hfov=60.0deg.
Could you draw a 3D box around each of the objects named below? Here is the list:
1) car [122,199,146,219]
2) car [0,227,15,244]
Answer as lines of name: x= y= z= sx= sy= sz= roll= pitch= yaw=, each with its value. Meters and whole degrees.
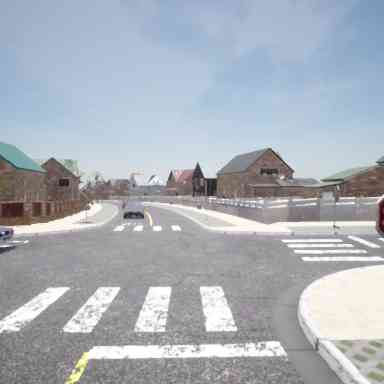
car: x=-5.177 y=1.622 z=29.908 sx=2.033 sy=1.411 sz=5.357 roll=0 pitch=0 yaw=-9
car: x=-9.909 y=1.809 z=13.326 sx=4.718 sy=1.301 sz=1.895 roll=-1 pitch=1 yaw=-5
